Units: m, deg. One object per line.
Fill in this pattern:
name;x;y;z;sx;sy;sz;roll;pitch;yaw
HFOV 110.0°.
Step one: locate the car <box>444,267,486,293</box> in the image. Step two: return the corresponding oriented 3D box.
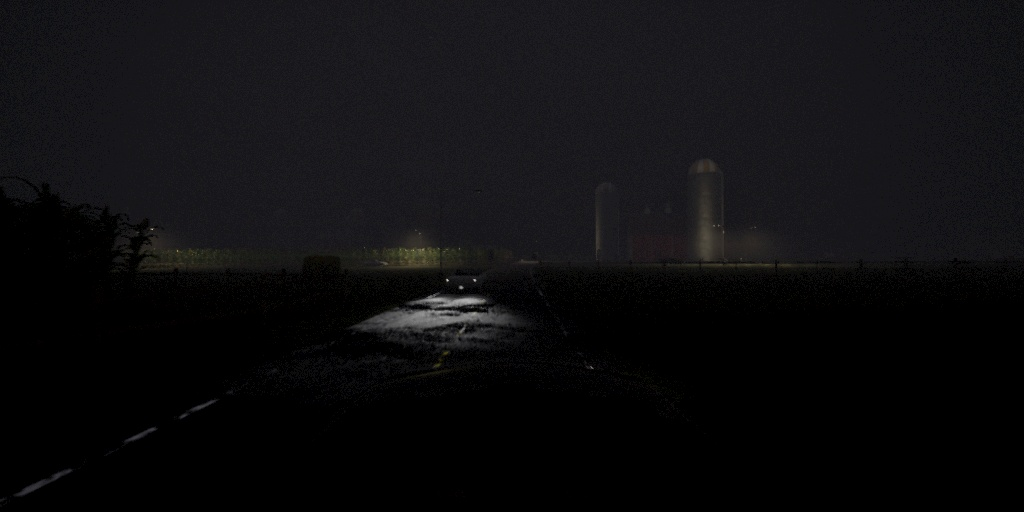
car;-2.633;1.353;21.000;1.895;1.301;4.718;0;0;1
